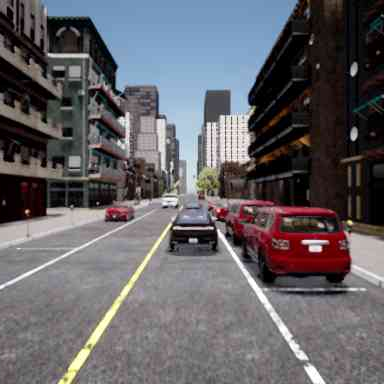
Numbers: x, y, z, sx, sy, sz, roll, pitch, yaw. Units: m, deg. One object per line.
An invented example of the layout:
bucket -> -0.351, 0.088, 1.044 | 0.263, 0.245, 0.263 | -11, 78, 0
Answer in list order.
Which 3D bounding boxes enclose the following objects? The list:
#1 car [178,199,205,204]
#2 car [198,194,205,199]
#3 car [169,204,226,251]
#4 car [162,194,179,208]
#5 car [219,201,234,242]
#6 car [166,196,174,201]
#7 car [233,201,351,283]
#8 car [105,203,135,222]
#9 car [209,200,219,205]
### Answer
car -> 0.064, 1.573, 29.546 | 1.994, 1.385, 4.181 | 0, 0, 0
car -> 2.668, 1.426, 92.712 | 2.192, 1.841, 5.009 | 0, 0, 0
car -> 0.064, 1.493, 14.132 | 2.128, 1.511, 4.902 | 0, 0, 0
car -> -3.075, 1.254, 47.746 | 2.150, 2.045, 5.566 | 0, 0, 0
car -> 2.689, 1.316, 15.301 | 2.192, 1.841, 5.009 | 0, 0, 0
car -> -5.799, 1.643, 87.187 | 1.887, 1.381, 4.507 | 0, 0, 0
car -> 2.691, 1.315, 9.635 | 2.192, 1.841, 5.009 | 0, 0, 0
car -> -5.694, 1.551, 26.627 | 1.887, 1.381, 4.507 | 0, 0, 0
car -> 2.686, 1.447, 26.629 | 1.967, 1.590, 4.097 | 0, 0, 0
